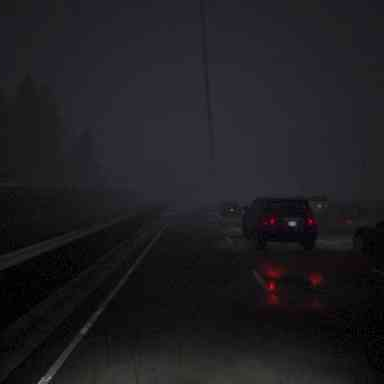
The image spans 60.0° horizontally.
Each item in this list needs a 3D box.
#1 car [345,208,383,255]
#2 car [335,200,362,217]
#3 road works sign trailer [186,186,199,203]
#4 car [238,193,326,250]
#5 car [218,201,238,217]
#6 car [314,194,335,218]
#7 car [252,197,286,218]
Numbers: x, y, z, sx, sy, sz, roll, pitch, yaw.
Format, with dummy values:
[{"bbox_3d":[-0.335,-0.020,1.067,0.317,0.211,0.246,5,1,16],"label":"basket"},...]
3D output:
[{"bbox_3d":[7.094,1.483,10.652,1.882,1.535,5.008,0,0,0],"label":"car"},{"bbox_3d":[14.086,1.507,31.231,2.128,1.511,4.902,0,0,0],"label":"car"},{"bbox_3d":[-0.032,0.498,72.841,2.380,3.560,2.880,0,0,0],"label":"road works sign trailer"},{"bbox_3d":[3.594,1.229,14.578,2.150,2.045,5.566,0,0,0],"label":"car"},{"bbox_3d":[3.585,1.579,31.956,1.994,1.385,4.181,0,0,0],"label":"car"},{"bbox_3d":[10.587,1.236,30.312,2.150,2.045,5.566,0,0,0],"label":"car"},{"bbox_3d":[7.086,1.367,30.943,2.097,1.767,4.553,0,0,0],"label":"car"}]
